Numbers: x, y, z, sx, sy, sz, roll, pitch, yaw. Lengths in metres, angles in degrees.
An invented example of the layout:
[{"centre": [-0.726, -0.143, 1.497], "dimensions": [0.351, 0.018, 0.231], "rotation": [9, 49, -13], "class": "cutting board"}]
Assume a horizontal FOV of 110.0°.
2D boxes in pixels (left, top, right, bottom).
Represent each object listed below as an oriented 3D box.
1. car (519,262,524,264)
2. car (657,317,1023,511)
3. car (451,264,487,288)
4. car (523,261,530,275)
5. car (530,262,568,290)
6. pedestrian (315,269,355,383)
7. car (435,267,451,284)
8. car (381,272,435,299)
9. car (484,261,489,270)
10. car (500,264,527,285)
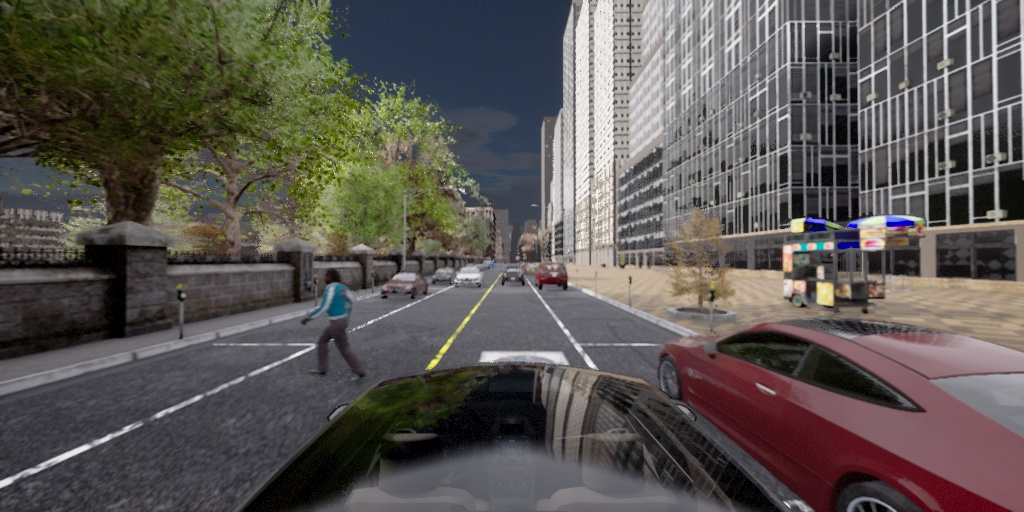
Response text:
[{"centre": [0.093, 1.795, 45.062], "dimensions": [2.033, 1.411, 5.357], "rotation": [0, -1, 0], "class": "car"}, {"centre": [2.999, 1.295, 3.290], "dimensions": [1.812, 1.442, 4.674], "rotation": [0, -1, 0], "class": "car"}, {"centre": [-3.094, 1.562, 26.669], "dimensions": [1.812, 1.442, 4.674], "rotation": [0, -1, 0], "class": "car"}, {"centre": [2.701, 1.803, 47.795], "dimensions": [1.751, 1.417, 4.829], "rotation": [0, 0, 0], "class": "car"}, {"centre": [2.695, 1.333, 25.097], "dimensions": [2.192, 1.841, 5.009], "rotation": [0, 0, 0], "class": "car"}, {"centre": [-2.863, 1.091, 5.824], "dimensions": [0.375, 1.860, 0.375], "rotation": [0, -1, -3], "class": "pedestrian"}, {"centre": [-5.685, 1.633, 30.733], "dimensions": [2.007, 1.370, 4.403], "rotation": [0, 0, 0], "class": "car"}, {"centre": [-5.687, 1.535, 19.468], "dimensions": [1.802, 1.307, 4.207], "rotation": [0, 0, 0], "class": "car"}, {"centre": [-5.675, 2.070, 64.521], "dimensions": [1.802, 1.307, 4.207], "rotation": [0, 0, 0], "class": "car"}, {"centre": [0.088, 1.597, 29.734], "dimensions": [1.812, 1.442, 4.674], "rotation": [0, -1, 0], "class": "car"}]
